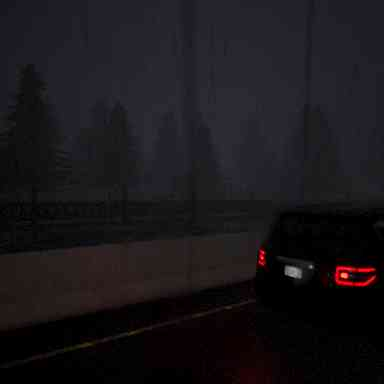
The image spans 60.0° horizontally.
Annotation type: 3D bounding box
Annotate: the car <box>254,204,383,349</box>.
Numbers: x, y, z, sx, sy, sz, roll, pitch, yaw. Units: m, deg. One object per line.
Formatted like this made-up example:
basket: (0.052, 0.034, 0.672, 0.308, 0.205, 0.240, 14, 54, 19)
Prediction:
car: (3.664, 1.252, 6.363, 5.566, 2.045, 2.150, 0, 0, -35)
